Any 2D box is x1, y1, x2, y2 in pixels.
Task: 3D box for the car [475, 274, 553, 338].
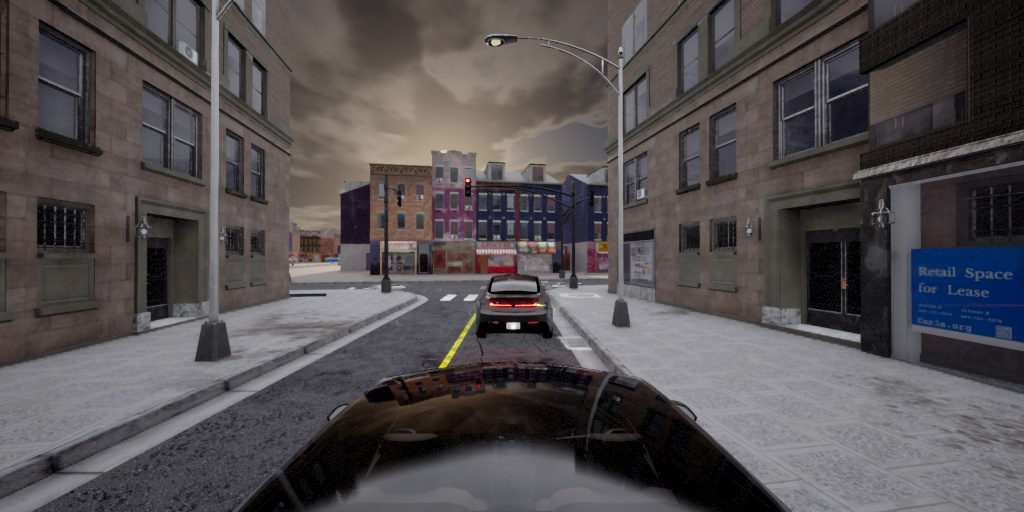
[{"bbox_3d":[0.100,1.256,10.148,1.837,1.490,4.892,0,0,2],"label":"car"}]
